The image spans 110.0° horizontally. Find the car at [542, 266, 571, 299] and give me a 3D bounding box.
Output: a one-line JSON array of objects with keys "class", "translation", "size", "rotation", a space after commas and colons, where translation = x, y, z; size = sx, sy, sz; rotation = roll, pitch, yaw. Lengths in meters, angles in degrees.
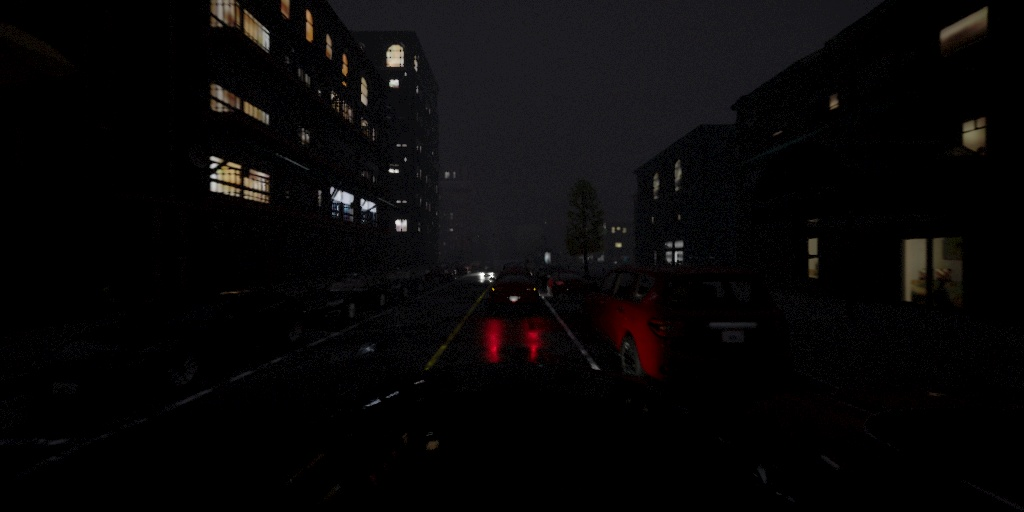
[{"class": "car", "translation": [2.689, 1.332, 17.821], "size": [1.802, 1.307, 4.207], "rotation": [0, 0, 0]}]

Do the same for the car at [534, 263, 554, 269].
[{"class": "car", "translation": [2.688, 1.319, 23.361], "size": [1.948, 1.339, 4.313], "rotation": [0, 0, 0]}]

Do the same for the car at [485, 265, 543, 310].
[{"class": "car", "translation": [0.074, 1.274, 14.530], "size": [1.812, 1.442, 4.674], "rotation": [0, 0, 0]}]

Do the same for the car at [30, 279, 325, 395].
[{"class": "car", "translation": [-5.691, 1.314, 6.745], "size": [1.948, 1.339, 4.313], "rotation": [0, 0, 0]}]

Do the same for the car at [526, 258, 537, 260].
[{"class": "car", "translation": [2.685, 1.302, 45.687], "size": [1.751, 1.417, 4.829], "rotation": [0, 0, 0]}]

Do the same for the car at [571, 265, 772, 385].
[{"class": "car", "translation": [2.690, 1.063, 6.745], "size": [2.192, 1.841, 5.009], "rotation": [0, 0, 0]}]

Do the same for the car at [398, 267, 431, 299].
[{"class": "car", "translation": [-5.692, 1.300, 17.821], "size": [2.007, 1.370, 4.403], "rotation": [0, 0, 0]}]

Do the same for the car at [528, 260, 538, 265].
[{"class": "car", "translation": [2.686, 1.331, 34.438], "size": [1.948, 1.339, 4.313], "rotation": [0, 0, 0]}]

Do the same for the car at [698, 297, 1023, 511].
[{"class": "car", "translation": [2.691, 1.190, 1.205], "size": [1.967, 1.591, 4.097], "rotation": [0, 0, 0]}]

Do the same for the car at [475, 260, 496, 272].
[{"class": "car", "translation": [-3.095, 1.270, 45.513], "size": [2.128, 1.511, 4.902], "rotation": [0, 0, 0]}]

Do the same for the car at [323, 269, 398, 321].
[{"class": "car", "translation": [-5.691, 1.299, 12.282], "size": [2.007, 1.370, 4.403], "rotation": [0, 0, 0]}]

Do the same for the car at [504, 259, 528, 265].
[{"class": "car", "translation": [0.074, 1.238, 30.150], "size": [1.882, 1.535, 5.008], "rotation": [0, 0, 0]}]

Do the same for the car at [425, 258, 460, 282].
[{"class": "car", "translation": [-5.694, 1.199, 28.898], "size": [1.967, 1.591, 4.097], "rotation": [0, 0, 0]}]

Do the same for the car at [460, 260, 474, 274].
[{"class": "car", "translation": [-5.695, 1.211, 39.977], "size": [1.967, 1.591, 4.097], "rotation": [0, 0, 0]}]

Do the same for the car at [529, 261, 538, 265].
[{"class": "car", "translation": [2.687, 1.310, 28.898], "size": [2.007, 1.370, 4.403], "rotation": [0, 0, 0]}]
